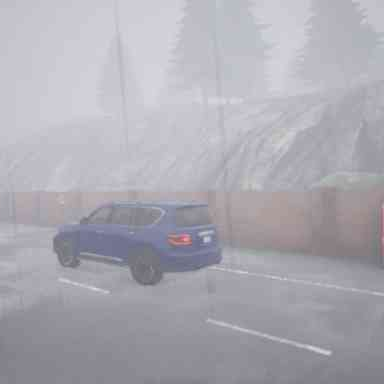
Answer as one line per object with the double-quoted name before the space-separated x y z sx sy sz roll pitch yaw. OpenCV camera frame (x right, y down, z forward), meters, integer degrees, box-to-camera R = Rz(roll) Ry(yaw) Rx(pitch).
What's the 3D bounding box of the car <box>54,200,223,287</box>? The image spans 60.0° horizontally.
"car" -1.756 1.264 9.754 5.566 2.045 2.150 0 0 37
